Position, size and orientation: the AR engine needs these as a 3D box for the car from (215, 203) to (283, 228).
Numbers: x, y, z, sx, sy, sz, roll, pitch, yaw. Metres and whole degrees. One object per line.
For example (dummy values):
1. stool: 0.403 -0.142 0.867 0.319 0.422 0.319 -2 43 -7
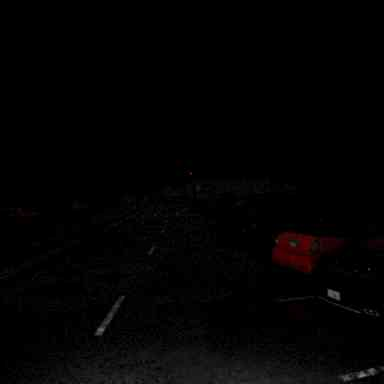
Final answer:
1. car: 4.398 1.691 21.718 5.008 1.535 2.097 1 0 -22

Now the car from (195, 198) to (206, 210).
1. car: 3.400 1.866 39.818 4.892 1.521 2.231 1 0 -24

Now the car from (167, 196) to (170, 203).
1. car: -3.475 2.354 95.290 5.566 2.045 2.435 1 0 -30

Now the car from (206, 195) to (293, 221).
1. car: 4.249 1.468 24.725 5.566 2.045 2.435 1 0 -23

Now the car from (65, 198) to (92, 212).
1. car: -15.129 1.918 39.720 5.366 1.575 1.946 -1 0 -24

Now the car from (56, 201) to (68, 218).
1. car: -14.347 1.868 30.934 4.674 1.452 2.002 -1 0 -23

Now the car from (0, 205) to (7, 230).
1. car: -13.779 1.706 19.103 5.008 1.535 2.097 -1 0 -22

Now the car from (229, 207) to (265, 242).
1. car: 4.574 1.633 15.684 5.008 1.535 2.097 1 -1 -22

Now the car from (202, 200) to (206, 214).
1. car: 3.799 1.847 33.788 4.674 1.452 2.002 1 0 -24

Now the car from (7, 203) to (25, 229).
1. car: -13.934 1.611 22.056 4.553 1.767 2.185 -1 -1 -22

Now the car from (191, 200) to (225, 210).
1. car: 2.553 2.016 51.828 4.792 1.488 2.163 1 -1 -26

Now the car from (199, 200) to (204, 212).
1. car: 3.599 1.875 36.806 4.674 1.452 2.002 1 -1 -24

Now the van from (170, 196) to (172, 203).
1. van: -3.016 2.354 92.286 4.442 1.987 1.878 1 0 -30

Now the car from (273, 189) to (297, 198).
1. car: 17.245 0.817 63.959 2.002 1.452 4.674 -6 3 -30

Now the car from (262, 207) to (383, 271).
1. car: 4.673 1.450 9.639 4.553 1.767 2.185 1 -1 -21

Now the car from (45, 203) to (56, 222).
1. car: -14.156 1.671 27.989 4.553 1.767 2.185 -1 0 -23

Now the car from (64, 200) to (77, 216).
1. car: -14.535 1.898 33.889 4.674 1.452 2.002 -1 0 -24

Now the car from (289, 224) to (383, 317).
1. car: 4.718 1.548 6.618 4.892 1.521 2.231 1 -1 -21

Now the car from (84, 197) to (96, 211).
1. car: -15.168 1.823 42.762 4.553 1.767 2.185 -1 0 -24

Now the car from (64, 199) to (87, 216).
1. car: -14.574 1.883 36.924 5.366 1.575 1.946 -1 -1 -24

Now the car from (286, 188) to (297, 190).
1. car: 20.194 0.241 64.470 2.435 2.045 5.566 -6 3 -30

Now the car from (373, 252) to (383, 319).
1. car: 4.760 1.518 3.600 5.008 1.535 2.097 1 0 -20

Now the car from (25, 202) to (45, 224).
1. car: -14.204 1.766 24.947 5.366 1.575 1.946 -1 0 -22

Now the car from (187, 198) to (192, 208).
1. car: 2.483 1.946 48.768 5.366 1.575 1.946 1 0 -25

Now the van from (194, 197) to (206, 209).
1. van: 3.062 1.666 42.781 4.442 1.987 1.878 1 0 -25

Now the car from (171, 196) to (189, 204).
1. car: -2.430 2.430 89.366 4.553 1.767 2.185 1 -1 -30

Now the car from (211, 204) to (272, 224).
1. car: 4.126 1.788 27.760 4.674 1.452 2.002 1 -1 -23

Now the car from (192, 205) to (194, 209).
1. car: 2.947 1.797 45.853 4.553 1.767 2.185 1 0 -25
